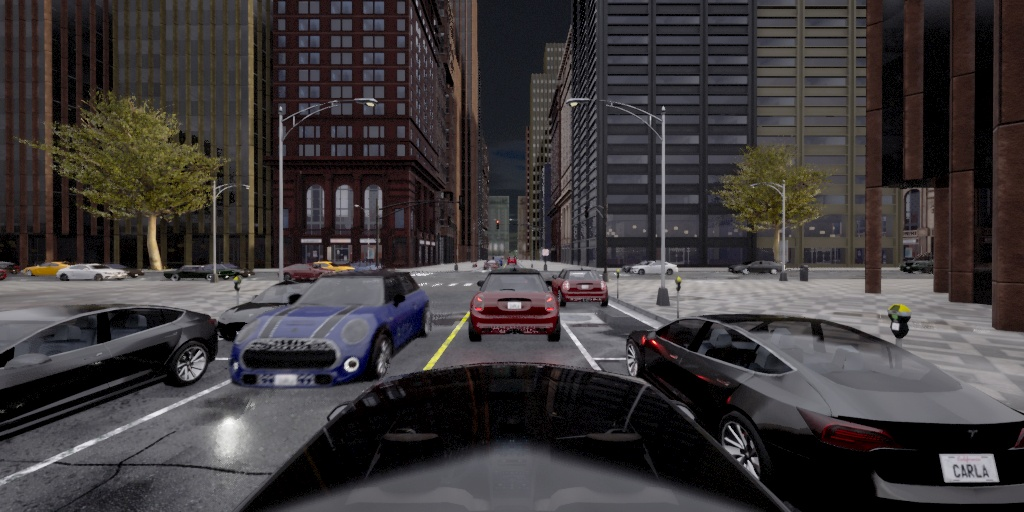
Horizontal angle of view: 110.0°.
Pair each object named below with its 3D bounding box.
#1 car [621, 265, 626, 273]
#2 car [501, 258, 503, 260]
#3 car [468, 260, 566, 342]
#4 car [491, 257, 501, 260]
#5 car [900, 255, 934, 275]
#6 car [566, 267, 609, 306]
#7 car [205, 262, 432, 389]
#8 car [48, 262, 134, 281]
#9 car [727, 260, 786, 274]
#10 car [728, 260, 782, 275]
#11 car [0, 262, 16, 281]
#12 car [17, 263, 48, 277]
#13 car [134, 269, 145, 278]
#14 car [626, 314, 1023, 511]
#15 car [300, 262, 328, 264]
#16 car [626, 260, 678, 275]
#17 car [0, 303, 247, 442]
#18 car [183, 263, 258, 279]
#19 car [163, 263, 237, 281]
[{"bbox_3d":[14.726,1.218,40.360,4.674,1.442,1.812,0,0,0],"label":"car"},{"bbox_3d":[-3.025,1.380,61.337,1.895,1.301,4.718,0,0,0],"label":"car"},{"bbox_3d":[0.075,1.102,9.977,2.097,1.767,4.553,0,0,1],"label":"car"},{"bbox_3d":[-3.022,1.296,51.981,1.812,1.442,4.674,0,0,1],"label":"car"},{"bbox_3d":[43.778,0.872,37.097,5.566,2.045,2.150,0,0,0],"label":"car"},{"bbox_3d":[2.775,1.191,15.514,1.967,1.591,4.097,0,0,0],"label":"car"},{"bbox_3d":[-3.079,1.102,7.144,2.097,1.767,4.553,0,0,0],"label":"car"},{"bbox_3d":[-35.551,1.396,30.353,4.674,1.442,1.812,0,0,0],"label":"car"},{"bbox_3d":[27.456,1.212,40.377,5.357,1.411,2.033,0,0,0],"label":"car"},{"bbox_3d":[25.066,1.189,37.122,4.892,1.490,1.837,0,0,0],"label":"car"},{"bbox_3d":[-46.039,1.378,30.379,5.008,1.535,1.882,0,0,1],"label":"car"},{"bbox_3d":[-47.079,1.349,37.034,5.008,1.535,1.882,0,0,0],"label":"car"},{"bbox_3d":[-37.890,1.409,33.597,5.357,1.411,2.033,0,0,-1],"label":"car"},{"bbox_3d":[2.764,1.316,4.242,1.948,1.339,4.313,0,0,0],"label":"car"},{"bbox_3d":[-17.240,1.345,30.371,4.674,1.442,1.812,0,0,-2],"label":"car"},{"bbox_3d":[14.689,1.234,37.118,4.674,1.442,1.812,0,0,1],"label":"car"},{"bbox_3d":[-5.761,1.316,4.248,1.948,1.339,4.313,0,0,0],"label":"car"},{"bbox_3d":[-27.256,1.379,33.611,5.357,1.411,2.033,0,0,0],"label":"car"},{"bbox_3d":[-26.340,1.445,30.361,4.718,1.301,1.895,0,0,0],"label":"car"}]
